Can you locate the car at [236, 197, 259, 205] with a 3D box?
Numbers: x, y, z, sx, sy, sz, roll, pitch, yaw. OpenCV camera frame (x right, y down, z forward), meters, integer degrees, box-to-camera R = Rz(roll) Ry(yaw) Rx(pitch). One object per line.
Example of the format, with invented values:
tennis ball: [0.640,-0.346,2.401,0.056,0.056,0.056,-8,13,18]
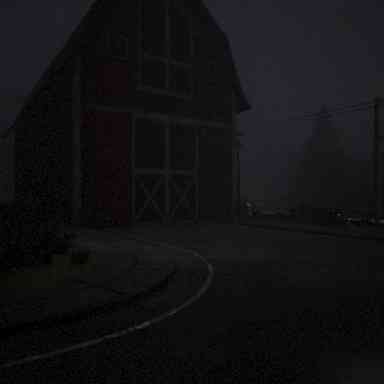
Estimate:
car: [5.764,1.375,38.355,2.097,1.767,4.553,0,0,-34]

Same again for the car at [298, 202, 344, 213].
car: [11.328,1.623,30.246,1.895,1.301,4.718,0,0,-34]
